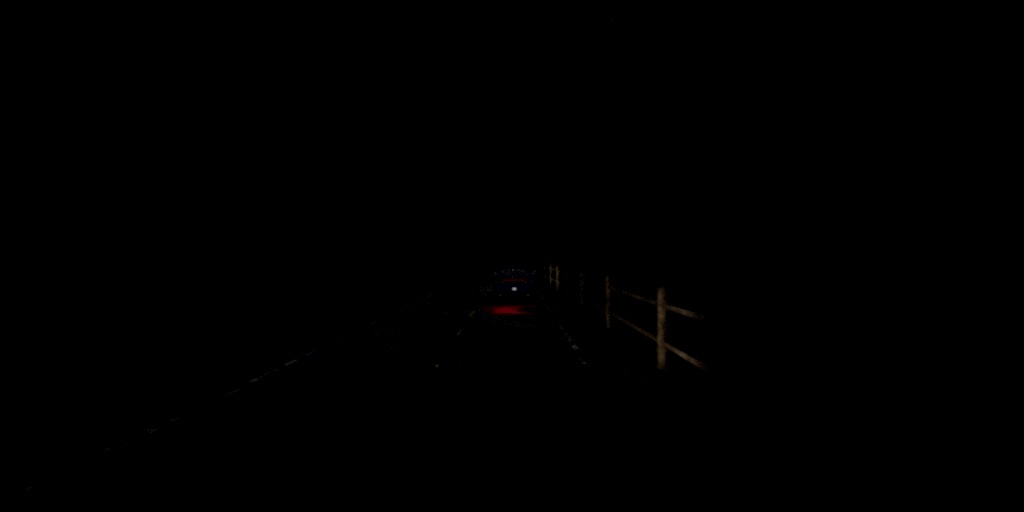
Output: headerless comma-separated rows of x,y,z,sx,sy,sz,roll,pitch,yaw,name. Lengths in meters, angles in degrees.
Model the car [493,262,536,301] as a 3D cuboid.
0.098,1.218,17.410,1.882,1.535,5.008,0,0,0,car
